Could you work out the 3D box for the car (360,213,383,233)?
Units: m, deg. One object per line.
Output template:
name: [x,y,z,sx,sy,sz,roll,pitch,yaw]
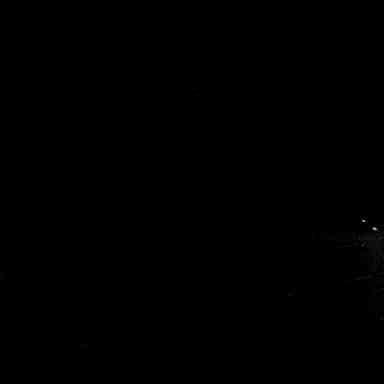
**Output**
car: [11.916,1.712,19.175,4.718,1.301,1.895,0,0,-28]
